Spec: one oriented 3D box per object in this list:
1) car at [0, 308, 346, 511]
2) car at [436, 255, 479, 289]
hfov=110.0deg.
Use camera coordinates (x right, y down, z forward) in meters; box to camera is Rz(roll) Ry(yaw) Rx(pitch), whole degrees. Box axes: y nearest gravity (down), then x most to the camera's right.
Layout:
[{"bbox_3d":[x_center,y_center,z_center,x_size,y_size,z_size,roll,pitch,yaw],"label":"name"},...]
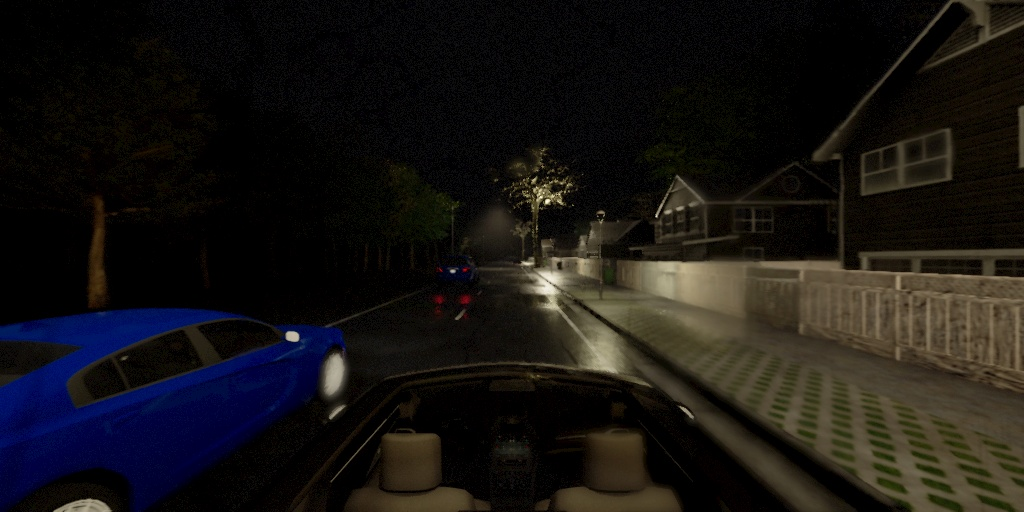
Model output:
[{"bbox_3d":[-3.400,1.228,3.375,1.882,1.535,5.008,0,0,0],"label":"car"},{"bbox_3d":[-3.397,0.969,23.165,2.150,2.045,5.566,0,0,0],"label":"car"}]
